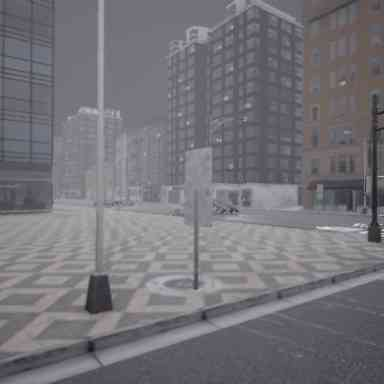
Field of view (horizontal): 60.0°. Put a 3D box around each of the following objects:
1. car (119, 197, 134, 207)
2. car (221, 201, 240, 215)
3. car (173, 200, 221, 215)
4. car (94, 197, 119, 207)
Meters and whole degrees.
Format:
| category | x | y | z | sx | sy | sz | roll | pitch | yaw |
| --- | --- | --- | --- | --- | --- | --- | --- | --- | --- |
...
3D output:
| category | x | y | z | sx | sy | sz | roll | pitch | yaw |
| --- | --- | --- | --- | --- | --- | --- | --- | --- | --- |
| car | -10.751 | 1.565 | 52.499 | 1.812 | 1.442 | 4.674 | 0 | -1 | -35 |
| car | 2.473 | 1.541 | 34.020 | 2.033 | 1.411 | 5.357 | 0 | 0 | -36 |
| car | 0.235 | 1.571 | 31.567 | 1.895 | 1.301 | 4.718 | 0 | 0 | -36 |
| car | -13.333 | 1.524 | 50.522 | 1.837 | 1.490 | 4.892 | 0 | -1 | -35 |
